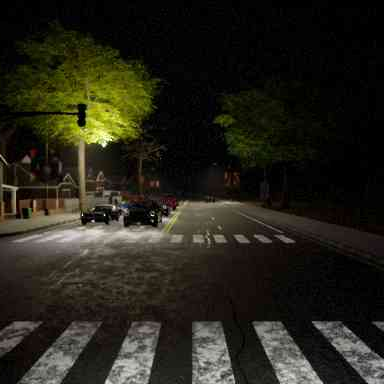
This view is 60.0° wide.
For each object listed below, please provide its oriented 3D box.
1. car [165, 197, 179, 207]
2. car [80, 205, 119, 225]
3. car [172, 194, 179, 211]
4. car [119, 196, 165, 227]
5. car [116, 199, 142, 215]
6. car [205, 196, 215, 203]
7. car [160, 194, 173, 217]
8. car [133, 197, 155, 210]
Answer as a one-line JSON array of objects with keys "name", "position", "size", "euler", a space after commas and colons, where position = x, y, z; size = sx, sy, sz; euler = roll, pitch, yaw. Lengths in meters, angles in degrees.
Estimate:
[{"name": "car", "position": [-3.042, 1.501, 52.524], "size": [1.837, 1.490, 4.892], "euler": [0, 0, 1]}, {"name": "car", "position": [-6.476, 1.594, 24.040], "size": [1.895, 1.301, 4.718], "euler": [0, 0, 0]}, {"name": "car", "position": [-3.135, 1.215, 41.944], "size": [2.150, 2.045, 5.566], "euler": [0, 0, 0]}, {"name": "car", "position": [-3.235, 1.345, 22.542], "size": [2.097, 1.767, 4.553], "euler": [0, 0, 0]}, {"name": "car", "position": [-6.415, 1.518, 34.211], "size": [1.812, 1.442, 4.674], "euler": [0, 0, 0]}, {"name": "car", "position": [3.683, 1.505, 67.654], "size": [1.837, 1.490, 4.892], "euler": [0, 0, 1]}, {"name": "car", "position": [-3.190, 1.344, 31.400], "size": [2.097, 1.767, 4.553], "euler": [0, 0, 0]}, {"name": "car", "position": [-6.364, 1.485, 44.652], "size": [2.128, 1.511, 4.902], "euler": [0, 0, 1]}]
